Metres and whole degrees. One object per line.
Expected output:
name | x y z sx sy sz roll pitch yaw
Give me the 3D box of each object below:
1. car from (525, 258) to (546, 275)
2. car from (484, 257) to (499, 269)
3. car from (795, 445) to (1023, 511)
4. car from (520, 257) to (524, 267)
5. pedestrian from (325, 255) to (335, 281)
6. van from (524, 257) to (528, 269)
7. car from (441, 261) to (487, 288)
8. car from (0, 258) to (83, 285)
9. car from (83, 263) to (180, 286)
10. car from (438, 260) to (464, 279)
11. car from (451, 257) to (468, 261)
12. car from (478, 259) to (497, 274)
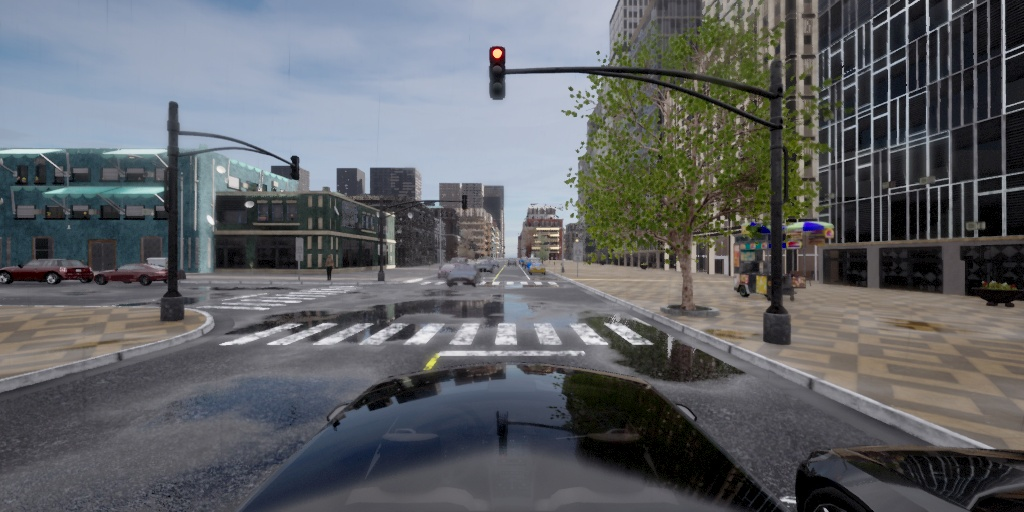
car | 2.695 1.278 38.694 1.751 1.417 4.829 0 0 0
car | -3.075 1.319 57.711 1.994 1.385 4.181 0 0 0
car | 2.691 1.316 0.495 1.948 1.339 4.313 0 0 0
car | 2.697 1.305 55.177 2.007 1.370 4.403 0 0 0
pedestrian | -12.746 0.788 24.977 0.375 1.860 0.375 0 -1 -1
van | 2.696 1.094 44.075 1.690 1.789 3.998 0 0 0
car | -3.098 1.299 24.096 2.033 1.411 5.357 0 0 0
car | -28.366 0.879 21.810 4.097 1.591 1.967 0 0 -1
car | -22.818 1.090 21.887 4.207 1.307 1.802 0 0 -1
car | -5.685 1.334 32.972 1.802 1.307 4.207 0 0 0
car | -5.685 1.067 38.523 2.192 1.841 5.009 0 0 0
car | -3.093 1.316 40.086 1.994 1.385 4.181 0 0 0
